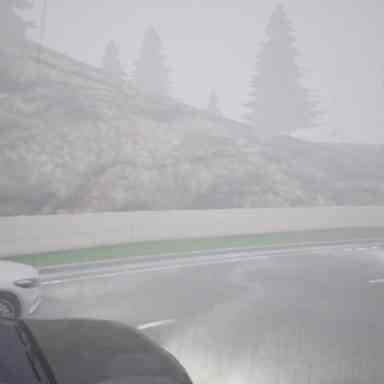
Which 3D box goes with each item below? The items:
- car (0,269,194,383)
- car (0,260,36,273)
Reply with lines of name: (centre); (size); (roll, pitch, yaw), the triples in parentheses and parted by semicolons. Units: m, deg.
car: (-1.918, 1.532, 2.059); (4.181, 1.385, 1.994); (0, 0, -36)
car: (-4.679, 1.455, 4.711); (4.674, 1.442, 1.812); (0, 1, -37)
